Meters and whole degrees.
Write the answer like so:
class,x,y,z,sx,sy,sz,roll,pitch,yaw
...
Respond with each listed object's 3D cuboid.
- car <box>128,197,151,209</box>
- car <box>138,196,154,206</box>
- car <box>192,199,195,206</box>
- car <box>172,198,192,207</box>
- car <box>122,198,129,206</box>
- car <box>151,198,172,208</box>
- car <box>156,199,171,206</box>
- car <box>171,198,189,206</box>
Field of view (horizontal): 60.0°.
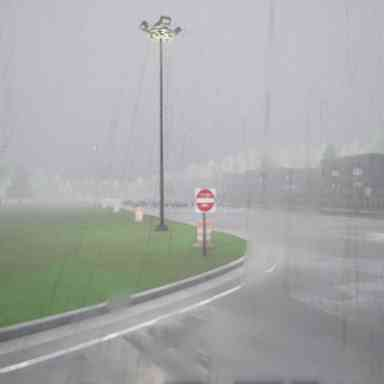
class,x,y,z,sx,sy,sz,roll,pitch,yaw
car,-8.524,1.860,53.795,1.837,1.490,4.892,0,0,-20
car,-8.943,1.770,64.740,2.097,1.767,4.553,0,0,-21
car,1.147,1.818,57.913,1.837,1.490,4.892,0,0,-20
car,-2.118,1.892,56.661,1.994,1.385,4.181,0,0,-20
car,-12.230,1.938,63.539,1.837,1.490,4.892,0,0,-21
car,-5.404,1.944,55.451,1.895,1.301,4.718,0,0,-20
car,-5.686,2.004,66.023,1.895,1.301,4.718,0,0,-21
car,-2.398,1.941,67.224,2.033,1.411,5.357,0,0,-21
